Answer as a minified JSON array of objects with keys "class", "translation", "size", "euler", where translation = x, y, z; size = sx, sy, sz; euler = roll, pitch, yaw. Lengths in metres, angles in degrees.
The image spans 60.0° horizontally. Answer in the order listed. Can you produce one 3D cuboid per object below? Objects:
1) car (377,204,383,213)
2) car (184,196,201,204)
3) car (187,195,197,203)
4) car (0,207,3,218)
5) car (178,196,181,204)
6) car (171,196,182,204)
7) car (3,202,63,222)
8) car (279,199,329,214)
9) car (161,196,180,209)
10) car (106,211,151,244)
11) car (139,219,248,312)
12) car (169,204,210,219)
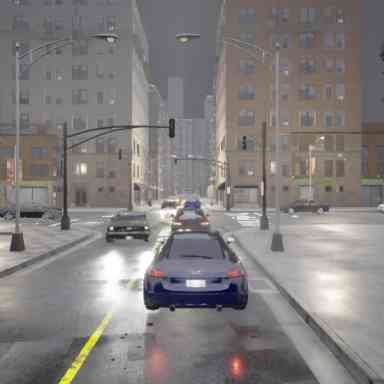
[{"class":"car","translation":[21.172,1.436,33.377],"size":[4.674,1.442,1.812],"euler":[0,0,0]},{"class":"car","translation":[0.079,1.490,40.803],"size":[1.882,1.535,5.008],"euler":[0,0,2]},{"class":"car","translation":[-0.071,1.566,75.898],"size":[2.128,1.511,4.902],"euler":[0,0,0]},{"class":"car","translation":[-16.218,1.581,23.200],"size":[4.674,1.442,1.812],"euler":[0,0,0]},{"class":"car","translation":[-3.098,1.505,55.140],"size":[1.882,1.535,5.008],"euler":[0,0,0]},{"class":"car","translation":[-3.069,1.587,66.298],"size":[2.033,1.411,5.357],"euler":[0,0,1]},{"class":"car","translation":[-12.722,1.532,26.564],"size":[4.902,1.511,2.128],"euler":[0,0,-3]},{"class":"car","translation":[11.161,1.450,33.319],"size":[4.892,1.490,1.837],"euler":[0,0,0]},{"class":"car","translation":[-3.072,1.617,44.848],"size":[1.895,1.301,4.718],"euler":[0,0,0]},{"class":"car","translation":[-2.945,1.600,16.126],"size":[1.895,1.301,4.718],"euler":[0,0,-8]},{"class":"car","translation":[0.084,1.564,7.807],"size":[1.994,1.385,4.181],"euler":[0,0,0]},{"class":"car","translation":[-0.085,1.525,16.551],"size":[1.812,1.442,4.674],"euler":[0,0,-1]}]
